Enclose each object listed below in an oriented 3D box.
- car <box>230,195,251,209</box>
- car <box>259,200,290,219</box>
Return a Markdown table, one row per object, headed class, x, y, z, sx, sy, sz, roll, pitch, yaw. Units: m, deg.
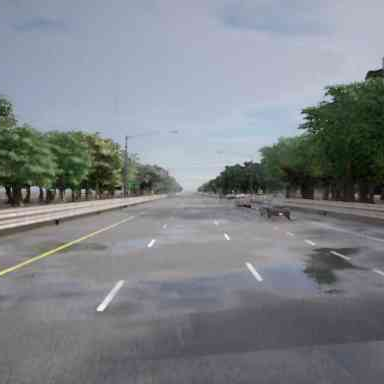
| class | x | y | z | sx | sy | sz | roll | pitch | yaw |
| --- | --- | --- | --- | --- | --- | --- | --- | --- | --- |
| car | 6.984 | 1.526 | 46.153 | 2.033 | 1.411 | 5.357 | 0 | 0 | 0 |
| car | 6.991 | 1.494 | 28.512 | 1.837 | 1.490 | 4.892 | 0 | 0 | 0 |
